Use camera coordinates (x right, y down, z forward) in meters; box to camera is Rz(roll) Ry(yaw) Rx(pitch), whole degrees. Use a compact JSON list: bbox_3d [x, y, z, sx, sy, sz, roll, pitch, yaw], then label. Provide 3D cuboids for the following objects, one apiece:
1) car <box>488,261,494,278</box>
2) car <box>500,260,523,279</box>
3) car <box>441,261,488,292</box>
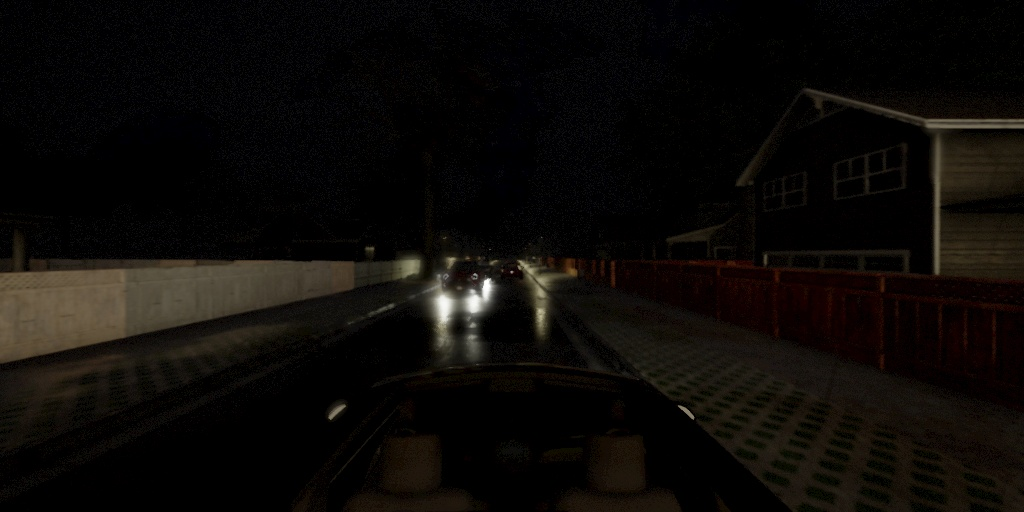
[{"bbox_3d":[-2.772,1.221,34.161,2.128,1.511,4.902,0,0,0],"label":"car"},{"bbox_3d":[-0.006,1.293,31.725,1.994,1.385,4.181,0,0,0],"label":"car"},{"bbox_3d":[-2.762,1.098,21.046,2.097,1.767,4.553,0,0,0],"label":"car"}]
